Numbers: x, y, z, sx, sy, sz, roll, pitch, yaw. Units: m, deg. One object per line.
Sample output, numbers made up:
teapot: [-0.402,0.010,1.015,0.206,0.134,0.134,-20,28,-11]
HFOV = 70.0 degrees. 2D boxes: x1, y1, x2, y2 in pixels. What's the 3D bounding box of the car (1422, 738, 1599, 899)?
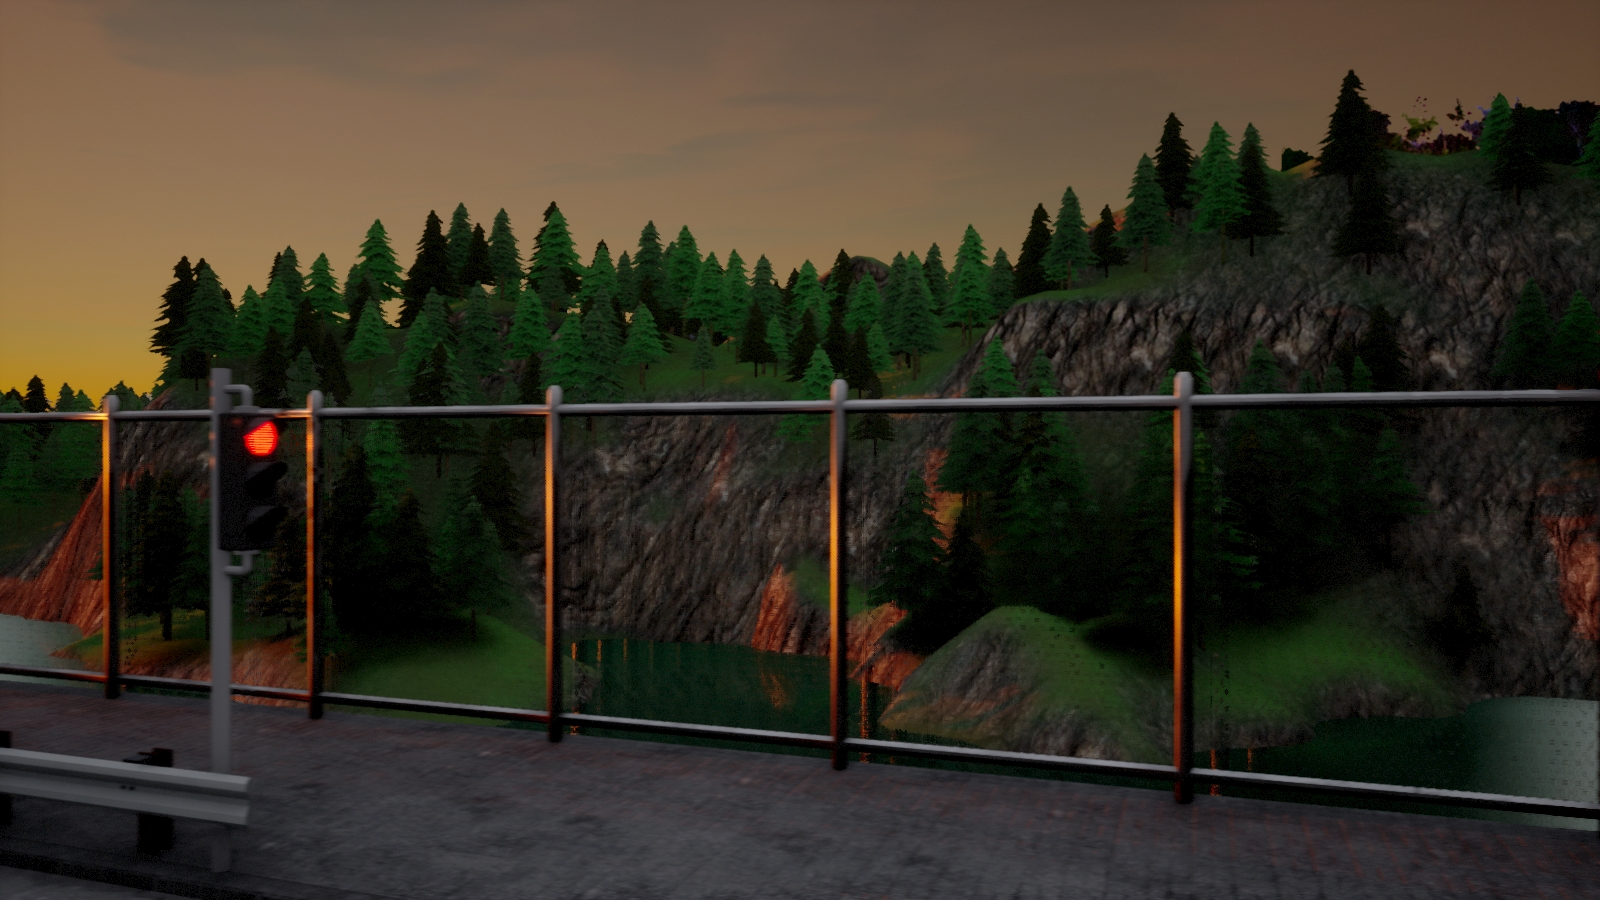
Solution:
car: [4.009,1.906,2.312,4.553,1.767,2.097,0,0,19]
